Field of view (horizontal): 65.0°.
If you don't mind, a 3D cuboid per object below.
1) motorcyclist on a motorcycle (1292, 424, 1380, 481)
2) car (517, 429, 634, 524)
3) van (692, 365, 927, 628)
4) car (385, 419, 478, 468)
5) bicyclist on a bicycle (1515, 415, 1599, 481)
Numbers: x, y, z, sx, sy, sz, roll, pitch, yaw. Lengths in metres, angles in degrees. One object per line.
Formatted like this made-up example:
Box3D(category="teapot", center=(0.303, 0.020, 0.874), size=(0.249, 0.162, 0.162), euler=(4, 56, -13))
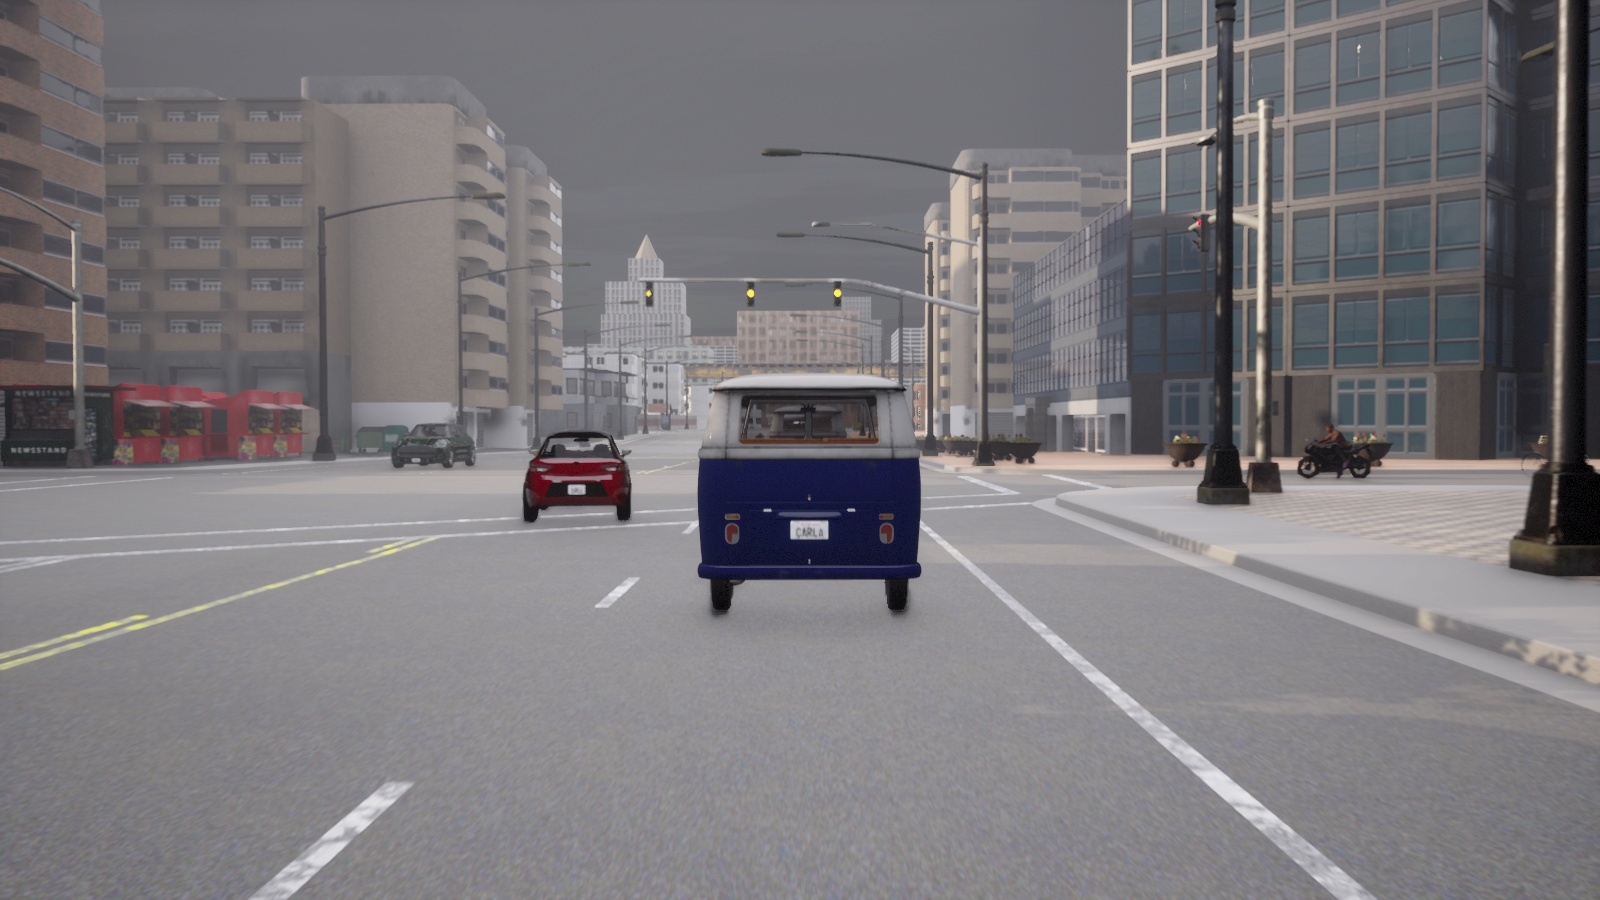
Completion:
Box3D(category="motorcyclist on a motorcycle", center=(14.487, 0.049, 33.985), size=(2.044, 1.523, 0.797), euler=(0, 1, 1))
Box3D(category="car", center=(-3.862, 0.375, 21.906), size=(1.816, 1.474, 4.193), euler=(0, 1, -9))
Box3D(category="van", center=(0.081, 0.312, 11.723), size=(1.775, 1.987, 4.442), euler=(0, 1, 0))
Box3D(category="car", center=(-13.719, -0.265, 47.016), size=(2.097, 1.767, 4.553), euler=(0, 1, 0))
Box3D(category="bicyclist on a bicycle", center=(20.419, -0.064, 33.902), size=(1.843, 1.776, 0.659), euler=(0, 1, 1))
